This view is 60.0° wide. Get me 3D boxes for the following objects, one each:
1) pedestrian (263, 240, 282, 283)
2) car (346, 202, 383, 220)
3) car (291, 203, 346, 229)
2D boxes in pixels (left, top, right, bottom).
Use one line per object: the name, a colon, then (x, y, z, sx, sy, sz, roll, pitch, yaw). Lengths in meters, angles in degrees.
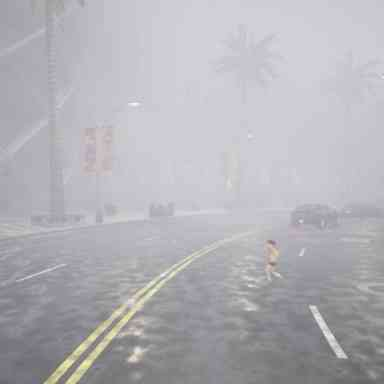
pedestrian: (2.016, 1.674, 8.201, 0.500, 1.100, 0.500, 0, 0, 13)
car: (14.441, 1.564, 28.208, 4.181, 1.385, 1.994, 0, 0, -32)
car: (8.210, 1.505, 21.891, 1.837, 1.490, 4.892, 0, 0, 42)
